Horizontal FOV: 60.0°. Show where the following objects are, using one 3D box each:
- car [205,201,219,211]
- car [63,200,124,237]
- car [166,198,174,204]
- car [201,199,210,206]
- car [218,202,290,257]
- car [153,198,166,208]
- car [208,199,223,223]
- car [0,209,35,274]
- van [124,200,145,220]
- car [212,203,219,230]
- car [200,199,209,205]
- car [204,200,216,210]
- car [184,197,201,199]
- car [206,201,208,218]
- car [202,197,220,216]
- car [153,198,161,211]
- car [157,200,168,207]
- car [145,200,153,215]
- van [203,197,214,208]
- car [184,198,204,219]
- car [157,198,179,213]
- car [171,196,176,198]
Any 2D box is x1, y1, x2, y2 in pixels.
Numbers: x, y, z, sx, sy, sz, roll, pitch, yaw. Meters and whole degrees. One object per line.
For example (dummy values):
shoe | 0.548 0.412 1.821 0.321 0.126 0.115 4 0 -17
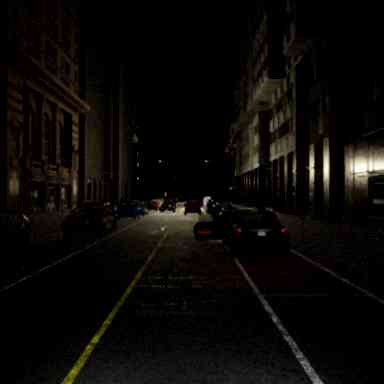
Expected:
car | 2.830 1.994 47.365 1.802 1.307 4.206 0 -1 0
car | -5.732 1.479 19.357 2.192 1.841 5.009 0 0 0
car | -5.641 2.293 86.402 1.752 1.417 4.829 0 -1 0
car | 2.861 2.197 69.773 1.802 1.307 4.206 0 -1 0
car | 2.408 1.467 13.576 2.097 1.767 4.553 0 0 0
car | -5.679 1.953 58.566 1.967 1.590 4.097 0 -1 0
car | 2.808 1.702 30.561 1.967 1.590 4.097 0 -1 0
car | -5.748 1.384 8.154 2.192 1.841 5.009 0 0 0
van | -5.717 1.603 30.559 1.690 1.788 3.998 0 -1 0
car | 2.800 1.764 24.957 2.008 1.369 4.403 0 -1 0
car | 2.868 2.248 75.374 1.802 1.307 4.206 0 -1 0
car | 2.838 1.989 53.137 1.752 1.417 4.829 0 -1 0
car | 0.070 1.916 50.360 1.882 1.535 5.008 0 -1 0
car | 2.815 1.893 36.161 1.802 1.307 4.206 0 -1 0
car | 2.823 1.676 41.765 2.192 1.841 5.009 0 -1 0
car | -5.695 1.852 47.363 1.967 1.590 4.097 0 -1 0
car | -5.672 2.145 64.166 1.802 1.307 4.206 0 -1 0
car | -5.710 1.835 35.989 1.752 1.417 4.829 0 -1 0
van | 2.846 1.854 58.570 1.690 1.788 3.998 0 -1 0
car | 0.103 1.804 37.845 1.882 1.535 5.008 0 0 0
car | -3.020 1.889 42.035 1.812 1.442 4.674 0 0 0
car | -5.649 2.268 80.971 2.008 1.369 4.403 0 -1 0
